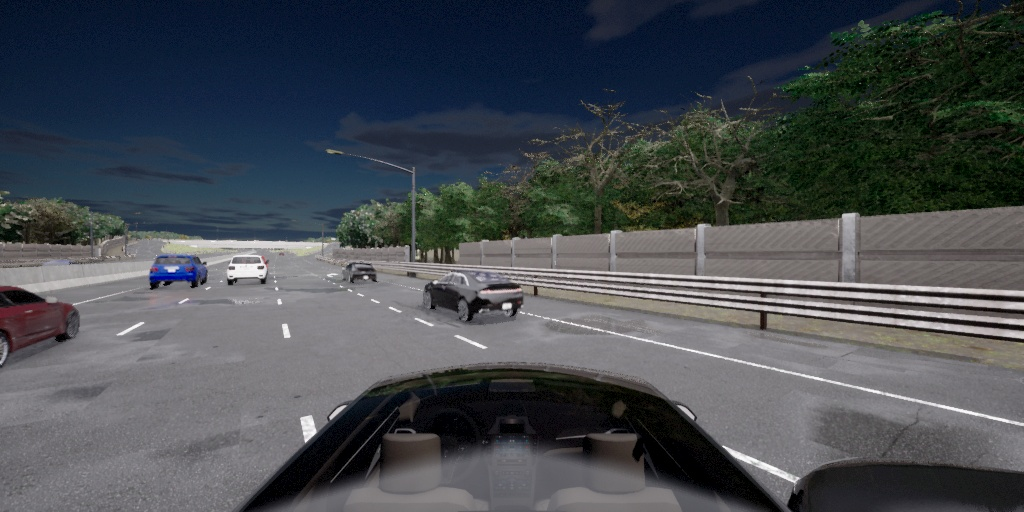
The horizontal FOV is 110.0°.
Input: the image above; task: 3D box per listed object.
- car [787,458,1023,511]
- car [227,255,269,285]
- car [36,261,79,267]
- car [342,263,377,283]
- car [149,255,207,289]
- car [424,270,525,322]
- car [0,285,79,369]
[{"bbox_3d":[2.984,1.315,0.538,4.181,1.385,1.994,0,0,34],"label":"car"},{"bbox_3d":[-19.251,0.957,26.198,2.150,2.045,5.566,0,0,-34],"label":"car"},{"bbox_3d":[-39.991,1.194,31.647,1.882,1.535,5.008,0,0,-34],"label":"car"},{"bbox_3d":[-11.858,1.246,27.751,1.837,1.490,4.892,0,1,-34],"label":"car"},{"bbox_3d":[-21.528,0.955,23.308,2.150,2.045,5.566,0,0,-34],"label":"car"},{"bbox_3d":[-1.507,1.240,12.429,2.128,1.511,4.902,0,0,-34],"label":"car"},{"bbox_3d":[-10.361,1.273,6.778,1.812,1.442,4.674,0,0,-34],"label":"car"}]
